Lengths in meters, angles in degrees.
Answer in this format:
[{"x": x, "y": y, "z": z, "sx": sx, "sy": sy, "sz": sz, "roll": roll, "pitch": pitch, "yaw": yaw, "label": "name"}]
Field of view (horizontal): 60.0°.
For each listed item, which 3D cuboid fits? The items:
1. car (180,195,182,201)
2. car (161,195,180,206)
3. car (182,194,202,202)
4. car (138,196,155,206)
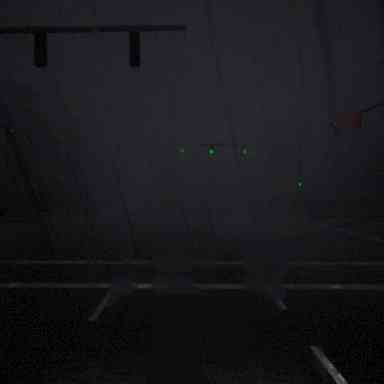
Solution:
[{"x": -2.818, "y": 1.217, "z": 66.092, "sx": 2.033, "sy": 1.411, "sz": 5.357, "roll": 0, "pitch": 0, "yaw": 24, "label": "car"}, {"x": -3.328, "y": 1.263, "z": 48.448, "sx": 1.837, "sy": 1.490, "sz": 4.892, "roll": 0, "pitch": 0, "yaw": 4, "label": "car"}, {"x": 0.374, "y": 1.156, "z": 64.508, "sx": 1.882, "sy": 1.535, "sz": 5.008, "roll": 0, "pitch": 0, "yaw": 23, "label": "car"}, {"x": -6.743, "y": 1.277, "z": 49.900, "sx": 1.812, "sy": 1.442, "sz": 4.674, "roll": 0, "pitch": 0, "yaw": 4, "label": "car"}]
